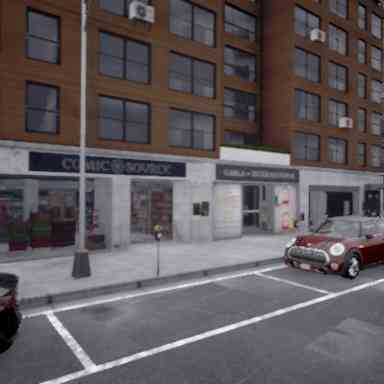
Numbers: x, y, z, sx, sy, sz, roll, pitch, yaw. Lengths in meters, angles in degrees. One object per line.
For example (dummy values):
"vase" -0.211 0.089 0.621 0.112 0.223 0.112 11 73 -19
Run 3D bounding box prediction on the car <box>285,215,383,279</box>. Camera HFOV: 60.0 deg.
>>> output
"car" 4.682 1.491 10.119 4.097 1.590 1.967 0 0 -36

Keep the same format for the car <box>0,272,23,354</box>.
"car" -4.278 1.559 3.708 4.313 1.339 1.947 0 0 -36
